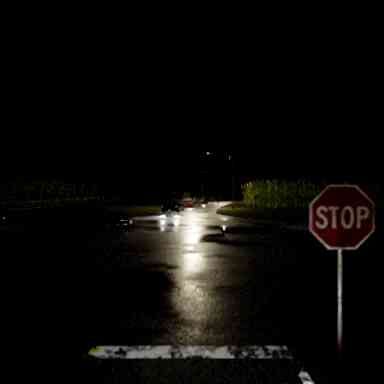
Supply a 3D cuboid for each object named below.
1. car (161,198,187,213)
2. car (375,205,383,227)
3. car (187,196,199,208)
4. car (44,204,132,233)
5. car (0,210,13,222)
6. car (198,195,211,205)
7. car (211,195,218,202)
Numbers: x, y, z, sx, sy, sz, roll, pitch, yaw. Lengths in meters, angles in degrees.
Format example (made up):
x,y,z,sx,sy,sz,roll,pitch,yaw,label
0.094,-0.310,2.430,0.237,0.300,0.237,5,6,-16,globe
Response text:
x,y,z,sx,sy,sz,roll,pitch,yaw,label
-2.082,1.612,36.659,1.895,1.301,4.718,0,0,8,car
11.286,1.576,21.614,4.902,1.511,2.128,0,0,5,car
-0.617,1.583,48.273,1.994,1.385,4.181,0,0,9,car
-5.924,1.469,19.123,4.892,1.490,1.837,0,0,3,car
-15.330,1.509,23.348,4.718,1.301,1.895,0,0,3,car
1.597,1.390,60.691,2.097,1.767,4.553,0,0,12,car
4.807,1.498,73.809,1.812,1.442,4.674,0,0,14,car
